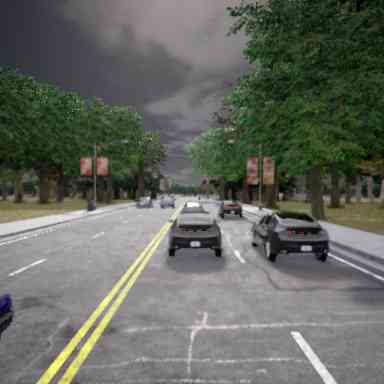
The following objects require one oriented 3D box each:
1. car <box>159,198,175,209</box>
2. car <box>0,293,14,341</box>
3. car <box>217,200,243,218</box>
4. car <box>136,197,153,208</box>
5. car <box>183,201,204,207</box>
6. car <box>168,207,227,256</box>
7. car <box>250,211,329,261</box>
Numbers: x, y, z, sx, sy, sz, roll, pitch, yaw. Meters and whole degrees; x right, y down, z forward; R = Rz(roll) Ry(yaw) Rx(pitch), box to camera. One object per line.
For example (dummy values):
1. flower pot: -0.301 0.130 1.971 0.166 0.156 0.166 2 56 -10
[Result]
1. car: -3.305 1.496 45.535 1.812 1.442 4.674 0 0 0
2. car: -3.350 1.594 2.284 1.895 1.301 4.718 0 0 0
3. car: 3.369 1.471 29.917 1.837 1.490 4.892 0 -2 0
4. car: -6.556 1.461 46.227 2.128 1.511 4.902 0 0 0
5. car: 0.117 1.535 30.344 1.994 1.385 4.181 0 0 0
6. car: 0.107 1.475 12.978 1.837 1.490 4.892 0 -2 0
7. car: 3.357 1.475 12.181 1.837 1.490 4.892 0 -2 0
